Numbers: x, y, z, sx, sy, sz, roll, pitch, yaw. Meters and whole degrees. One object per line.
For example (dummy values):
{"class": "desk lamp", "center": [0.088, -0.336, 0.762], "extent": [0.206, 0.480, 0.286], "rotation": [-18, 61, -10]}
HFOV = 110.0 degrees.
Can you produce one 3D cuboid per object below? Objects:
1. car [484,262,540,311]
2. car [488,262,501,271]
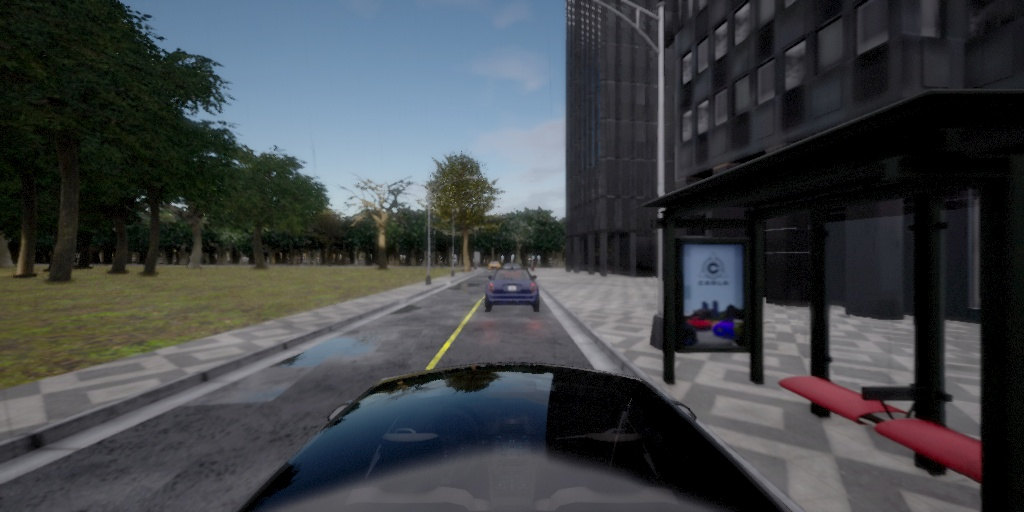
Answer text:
{"class": "car", "center": [0.022, 1.222, 15.272], "extent": [2.097, 1.767, 4.553], "rotation": [0, -1, 0]}
{"class": "car", "center": [-3.004, 1.724, 61.664], "extent": [1.882, 1.535, 5.008], "rotation": [0, -1, 0]}
